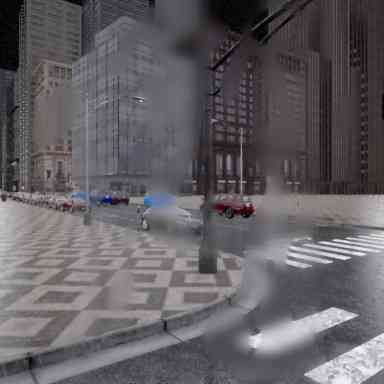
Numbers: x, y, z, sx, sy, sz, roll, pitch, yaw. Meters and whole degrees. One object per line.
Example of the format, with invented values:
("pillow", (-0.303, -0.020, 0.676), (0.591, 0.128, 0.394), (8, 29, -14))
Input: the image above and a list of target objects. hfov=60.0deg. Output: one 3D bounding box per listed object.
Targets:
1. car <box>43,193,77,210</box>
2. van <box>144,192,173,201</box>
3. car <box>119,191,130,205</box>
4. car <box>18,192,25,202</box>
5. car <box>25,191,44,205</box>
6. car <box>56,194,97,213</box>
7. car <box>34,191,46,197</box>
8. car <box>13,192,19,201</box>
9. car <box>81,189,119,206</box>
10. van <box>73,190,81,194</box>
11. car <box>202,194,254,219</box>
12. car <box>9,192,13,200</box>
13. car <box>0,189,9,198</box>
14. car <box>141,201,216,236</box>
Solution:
("car", (-13.759, 1.074, 34.718), (2.008, 1.369, 4.403), (1, 0, -35))
("van", (-3.640, 0.930, 35.214), (1.690, 1.788, 3.998), (1, 0, -35))
("car", (-9.978, 0.765, 44.105), (2.192, 1.841, 5.009), (1, 0, -35))
("car", (-23.267, 0.874, 48.054), (2.008, 1.369, 4.403), (1, 0, -35))
("car", (-20.097, 0.939, 43.609), (2.008, 1.369, 4.403), (1, 0, -35))
("car", (-10.590, 1.139, 30.273), (1.887, 1.381, 4.507), (1, 0, -35))
("car", (-38.507, 0.494, 84.115), (1.887, 1.381, 4.507), (0, 0, -35))
("car", (-26.434, 0.702, 52.499), (1.967, 1.590, 4.097), (1, 0, -35))
("car", (-11.737, 0.678, 42.128), (2.150, 2.045, 5.566), (0, 0, -35))
("van", (-19.488, 0.597, 57.442), (1.690, 1.788, 3.998), (1, 0, -35))
("car", (2.700, 1.049, 26.323), (2.192, 1.841, 5.009), (1, 0, -35))
("car", (-29.605, 0.747, 56.944), (1.887, 1.381, 4.507), (1, 0, -35))
("car", (-39.113, 0.611, 70.278), (1.947, 1.339, 4.313), (1, 0, -35))
("car", (-1.083, 1.366, 16.938), (2.008, 1.369, 4.403), (1, 0, -35))
